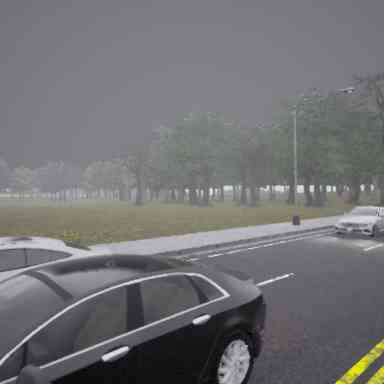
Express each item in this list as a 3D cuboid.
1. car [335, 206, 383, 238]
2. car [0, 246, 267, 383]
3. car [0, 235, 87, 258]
[{"bbox_3d":[9.271,1.493,17.572,4.674,1.442,1.812,0,0,-43],"label":"car"},{"bbox_3d":[-1.165,1.505,3.338,4.892,1.490,1.837,0,0,-43],"label":"car"},{"bbox_3d":[-3.482,1.528,5.620,4.674,1.442,1.812,0,0,-43],"label":"car"}]
